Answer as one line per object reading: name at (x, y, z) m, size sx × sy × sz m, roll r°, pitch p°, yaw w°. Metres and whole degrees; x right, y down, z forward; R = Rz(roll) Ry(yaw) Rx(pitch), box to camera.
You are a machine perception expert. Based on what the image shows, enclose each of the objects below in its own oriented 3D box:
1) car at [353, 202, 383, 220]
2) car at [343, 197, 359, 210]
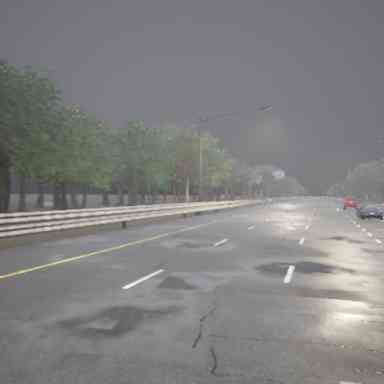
car at (17.207, 1.942, 32.314) m, size 1.994 × 1.385 × 4.181 m, roll 1°, pitch 0°, yaw 21°
car at (25.837, 1.834, 53.972) m, size 2.150 × 2.045 × 5.566 m, roll 0°, pitch -1°, yaw 25°
